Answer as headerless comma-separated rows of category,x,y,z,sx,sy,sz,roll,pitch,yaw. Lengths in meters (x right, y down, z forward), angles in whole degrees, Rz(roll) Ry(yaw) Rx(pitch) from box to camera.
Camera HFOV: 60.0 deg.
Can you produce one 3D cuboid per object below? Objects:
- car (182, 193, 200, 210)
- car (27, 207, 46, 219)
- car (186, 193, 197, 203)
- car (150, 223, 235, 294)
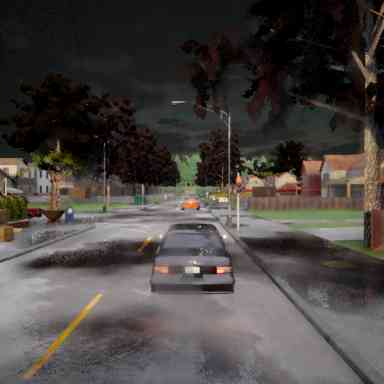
car,-0.091,1.352,42.530,2.097,1.767,4.553,0,0,2
car,-14.811,1.601,28.046,4.718,1.301,1.895,0,0,0
car,-0.057,1.221,69.257,2.150,2.045,5.566,0,0,0
car,0.022,1.547,8.914,2.033,1.411,5.357,0,0,0
